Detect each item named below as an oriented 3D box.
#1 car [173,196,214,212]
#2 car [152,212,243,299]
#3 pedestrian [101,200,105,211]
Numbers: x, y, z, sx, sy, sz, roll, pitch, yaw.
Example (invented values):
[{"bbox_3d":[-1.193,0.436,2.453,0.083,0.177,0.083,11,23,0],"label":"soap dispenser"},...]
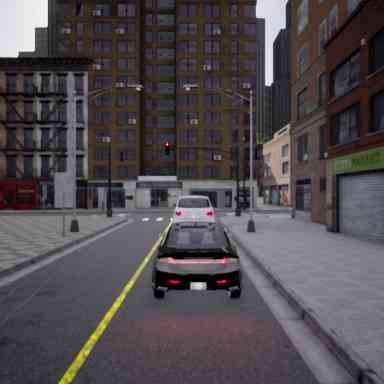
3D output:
[{"bbox_3d":[0.091,1.218,18.909,2.150,2.045,5.566,0,0,0],"label":"car"},{"bbox_3d":[0.096,1.492,8.454,2.128,1.511,4.902,0,0,0],"label":"car"},{"bbox_3d":[-10.176,1.504,37.974,0.375,1.300,0.375,0,0,-1],"label":"pedestrian"}]
